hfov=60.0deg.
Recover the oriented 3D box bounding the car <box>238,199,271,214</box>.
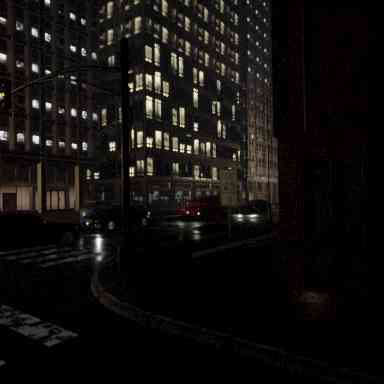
[{"bbox_3d":[7.261,1.584,37.477,1.882,1.535,5.008,-1,-1,36],"label":"car"}]

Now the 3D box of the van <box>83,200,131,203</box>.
[{"bbox_3d":[-5.979,1.460,23.458,1.690,1.788,3.998,-2,-1,36],"label":"van"}]

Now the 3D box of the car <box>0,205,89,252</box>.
[{"bbox_3d":[-6.654,1.470,12.526,1.882,1.535,5.008,-1,0,35],"label":"car"}]

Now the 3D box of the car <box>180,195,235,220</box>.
[{"bbox_3d":[1.256,1.307,29.115,2.150,2.045,5.566,-1,-1,36],"label":"car"}]

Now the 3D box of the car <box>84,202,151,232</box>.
[{"bbox_3d":[-4.633,1.571,20.925,1.837,1.490,4.892,-1,-1,33],"label":"car"}]
